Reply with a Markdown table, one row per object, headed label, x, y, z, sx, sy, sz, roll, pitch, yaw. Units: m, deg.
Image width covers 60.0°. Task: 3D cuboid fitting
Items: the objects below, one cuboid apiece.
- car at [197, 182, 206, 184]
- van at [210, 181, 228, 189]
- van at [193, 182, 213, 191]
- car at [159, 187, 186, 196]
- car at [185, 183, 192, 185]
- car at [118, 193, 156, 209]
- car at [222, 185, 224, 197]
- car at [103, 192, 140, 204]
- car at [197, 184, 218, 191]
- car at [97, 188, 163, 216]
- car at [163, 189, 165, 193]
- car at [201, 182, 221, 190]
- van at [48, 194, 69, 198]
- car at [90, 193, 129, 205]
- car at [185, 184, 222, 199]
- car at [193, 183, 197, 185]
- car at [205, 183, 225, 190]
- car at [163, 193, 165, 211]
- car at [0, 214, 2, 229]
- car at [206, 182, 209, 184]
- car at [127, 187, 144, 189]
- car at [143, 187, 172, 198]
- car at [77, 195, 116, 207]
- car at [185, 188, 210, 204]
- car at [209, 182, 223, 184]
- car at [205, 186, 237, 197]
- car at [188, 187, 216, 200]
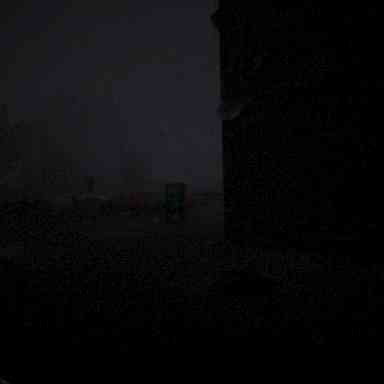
| label | x | y | z | sx | sy | sz | roll | pitch | yaw |
| --- | --- | --- | --- | --- | --- | --- | --- | --- | --- |
| car | -0.567 | -0.852 | 72.646 | 5.566 | 2.045 | 2.435 | -2 | 2 | 24 |
| van | 7.345 | -1.950 | 90.498 | 4.442 | 1.987 | 1.878 | -2 | 2 | 24 |
| van | 2.687 | -1.303 | 80.359 | 4.442 | 1.987 | 1.878 | -2 | 2 | 24 |
| car | -3.833 | -0.095 | 64.959 | 4.792 | 1.488 | 2.163 | -2 | 2 | 24 |
| car | -2.786 | -0.408 | 67.538 | 4.553 | 1.767 | 2.185 | -2 | 2 | 24 |
| car | -6.440 | 1.034 | 39.569 | 2.128 | 1.511 | 4.902 | -2 | 2 | 23 |
| car | 2.369 | 0.245 | 48.307 | 4.792 | 1.488 | 2.163 | -2 | 2 | 24 |
| car | -10.534 | 0.836 | 49.625 | 4.892 | 1.521 | 2.231 | -2 | 2 | 24 |
| car | 3.921 | -1.202 | 82.880 | 4.674 | 1.452 | 2.002 | -2 | 2 | 24 |
| car | -5.842 | 1.062 | 29.574 | 5.566 | 2.045 | 2.435 | -2 | 2 | 24 |
| car | -3.539 | 0.927 | 34.868 | 4.553 | 1.767 | 2.185 | -2 | 2 | 24 |
| car | 4.993 | -1.526 | 85.443 | 4.553 | 1.767 | 2.185 | -2 | 2 | 24 |
| van | -14.877 | 1.239 | 39.337 | 4.442 | 1.987 | 1.878 | -2 | 2 | 24 |
| car | -11.683 | 1.003 | 46.948 | 4.892 | 1.521 | 2.231 | -2 | 2 | 24 |
| car | 1.194 | 0.258 | 45.609 | 4.553 | 1.767 | 2.185 | -2 | 2 | 24 |
| car | -1.664 | -0.412 | 70.101 | 4.792 | 1.488 | 2.163 | -2 | 2 | 24 |
| car | 6.094 | -1.554 | 87.879 | 5.008 | 1.535 | 2.097 | -2 | 2 | 24 |
| car | -4.626 | 1.191 | 32.266 | 5.008 | 1.535 | 2.097 | -2 | 2 | 24 |
| car | -13.283 | 1.670 | 20.158 | 1.882 | 1.535 | 5.008 | -2 | 0 | 0 |
| car | 0.605 | -0.889 | 75.187 | 4.553 | 1.767 | 2.185 | -2 | 2 | 24 |
| car | -8.293 | 0.264 | 54.718 | 5.566 | 2.045 | 2.435 | -2 | 2 | 24 |
| car | -6.169 | 0.079 | 59.749 | 4.553 | 1.767 | 2.185 | -2 | 2 | 24 |
| car | -12.751 | 1.194 | 44.508 | 4.674 | 1.452 | 2.002 | -2 | 2 | 24 |
| car | -0.995 | 0.711 | 40.172 | 5.366 | 1.575 | 1.946 | -2 | 2 | 24 |
| car | 5.861 | -0.419 | 56.512 | 4.553 | 1.767 | 2.185 | -2 | 2 | 24 |
| car | 4.727 | -0.087 | 53.816 | 4.674 | 1.452 | 2.002 | -2 | 3 | 24 |
| car | 0.059 | 0.546 | 43.049 | 4.892 | 1.521 | 2.231 | -2 | 2 | 24 |
